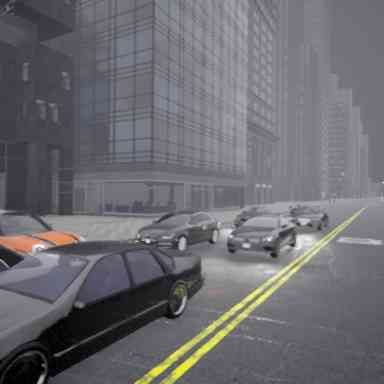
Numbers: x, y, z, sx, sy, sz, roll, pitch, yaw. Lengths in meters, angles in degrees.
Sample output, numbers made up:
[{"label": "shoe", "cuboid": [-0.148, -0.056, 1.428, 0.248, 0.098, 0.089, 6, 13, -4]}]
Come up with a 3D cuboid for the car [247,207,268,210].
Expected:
[{"label": "car", "cuboid": [4.467, 1.730, 22.719, 1.994, 1.385, 4.181, 1, 0, 31]}]

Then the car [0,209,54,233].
[{"label": "car", "cuboid": [-4.949, 1.298, 9.046, 4.553, 1.767, 2.097, 2, 1, 20]}]

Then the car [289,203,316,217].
[{"label": "car", "cuboid": [12.067, 1.924, 36.054, 1.895, 1.301, 4.718, 1, 0, 30]}]

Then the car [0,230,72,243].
[{"label": "car", "cuboid": [-4.322, 1.572, 5.673, 4.718, 1.301, 1.895, 1, -1, -39]}]

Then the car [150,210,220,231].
[{"label": "car", "cuboid": [-0.396, 1.570, 14.139, 1.837, 1.490, 4.892, 1, 0, 29]}]

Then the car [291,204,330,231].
[{"label": "car", "cuboid": [8.121, 1.700, 22.602, 2.128, 1.511, 4.902, 1, 0, 30]}]

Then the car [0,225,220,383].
[{"label": "car", "cuboid": [-1.646, 1.554, 5.257, 2.033, 1.411, 5.357, 1, 0, 30]}]

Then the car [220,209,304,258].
[{"label": "car", "cuboid": [3.039, 1.628, 13.608, 1.812, 1.442, 4.674, 1, 0, 29]}]
